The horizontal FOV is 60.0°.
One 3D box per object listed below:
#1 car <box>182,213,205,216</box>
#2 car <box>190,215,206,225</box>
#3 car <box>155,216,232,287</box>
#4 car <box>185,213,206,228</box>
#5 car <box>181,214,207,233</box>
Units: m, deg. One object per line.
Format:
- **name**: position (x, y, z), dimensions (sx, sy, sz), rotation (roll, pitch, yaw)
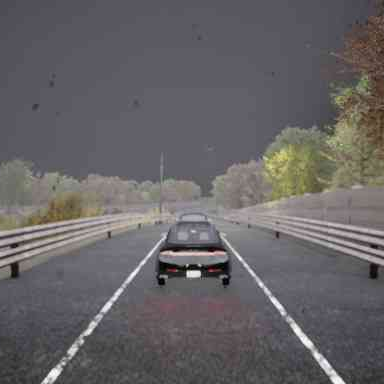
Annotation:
- **car**: position (0.084, 1.952, 19.002), dimensions (1.882, 1.535, 5.008), rotation (0, -2, 0)
- **car**: position (0.810, 3.637, 43.807), dimensions (1.895, 1.301, 4.718), rotation (0, -4, 3)
- **car**: position (0.045, 1.655, 9.781), dimensions (2.128, 1.511, 4.902), rotation (0, -1, 0)
- **car**: position (0.411, 2.859, 33.879), dimensions (2.033, 1.411, 5.357), rotation (0, -4, 2)
- **car**: position (0.181, 2.461, 26.773), dimensions (1.895, 1.301, 4.718), rotation (0, -3, 1)
